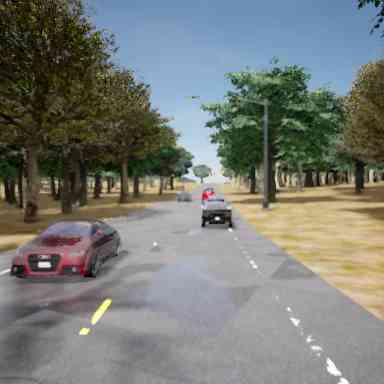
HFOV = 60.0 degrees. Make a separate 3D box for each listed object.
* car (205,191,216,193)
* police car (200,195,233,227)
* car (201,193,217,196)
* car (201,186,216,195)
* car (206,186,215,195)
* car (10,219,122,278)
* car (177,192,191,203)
[{"bbox_3d":[2.506,1.027,37.326,1.801,1.575,5.366,0,1,4],"label":"car"},{"bbox_3d":[1.542,1.262,21.351,1.930,1.638,5.238,0,1,3],"label":"police car"},{"bbox_3d":[2.079,1.167,31.168,1.882,1.535,5.008,0,1,4],"label":"car"},{"bbox_3d":[2.712,0.411,55.205,2.150,2.045,5.566,0,1,4],"label":"car"},{"bbox_3d":[4.468,-0.371,80.340,2.150,2.045,5.566,0,2,4],"label":"car"},{"bbox_3d":[-3.454,1.514,9.869,1.994,1.385,4.181,0,0,1],"label":"car"},{"bbox_3d":[-1.160,0.791,50.949,1.837,1.490,4.892,0,1,4],"label":"car"}]
